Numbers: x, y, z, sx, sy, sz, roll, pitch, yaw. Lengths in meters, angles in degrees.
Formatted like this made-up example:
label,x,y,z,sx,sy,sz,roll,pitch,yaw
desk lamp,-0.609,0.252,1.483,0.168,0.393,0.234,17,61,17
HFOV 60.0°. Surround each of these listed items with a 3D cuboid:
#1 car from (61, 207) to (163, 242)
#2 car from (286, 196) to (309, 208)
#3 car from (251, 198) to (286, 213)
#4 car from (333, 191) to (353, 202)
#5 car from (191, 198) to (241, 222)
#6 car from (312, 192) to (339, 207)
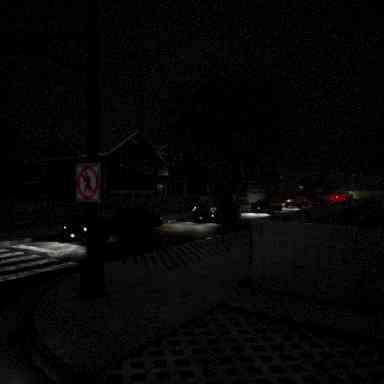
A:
label,x,y,z,sx,sy,sz,roll,pitch,yaw
car,-3.654,1.460,16.469,2.033,1.411,5.357,0,1,34
car,13.022,1.198,41.117,1.812,1.442,4.674,0,1,34
car,7.395,1.319,32.869,1.994,1.385,4.181,0,1,35
car,21.934,0.802,48.679,2.150,2.045,5.566,0,1,38
car,1.857,1.187,24.671,2.097,1.767,4.553,0,1,34
car,16.083,1.145,40.519,1.882,1.535,5.008,0,1,35
